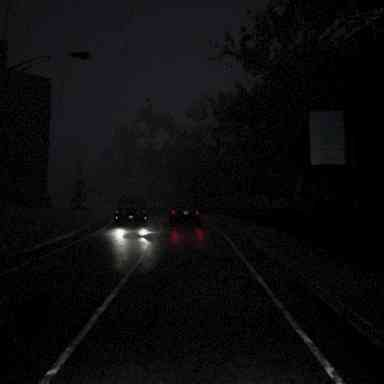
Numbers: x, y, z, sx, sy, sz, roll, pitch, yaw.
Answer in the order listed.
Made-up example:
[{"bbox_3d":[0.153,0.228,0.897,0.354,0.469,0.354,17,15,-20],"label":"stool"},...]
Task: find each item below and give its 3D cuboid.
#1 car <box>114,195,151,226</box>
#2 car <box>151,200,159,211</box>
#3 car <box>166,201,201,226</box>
[{"bbox_3d":[-4.341,1.239,24.197,2.150,2.045,5.566,1,0,-9],"label":"car"},{"bbox_3d":[-5.805,1.623,42.003,2.033,1.411,5.357,3,-1,-24],"label":"car"},{"bbox_3d":[-0.688,1.418,23.936,2.097,1.767,4.553,1,0,-7],"label":"car"}]
